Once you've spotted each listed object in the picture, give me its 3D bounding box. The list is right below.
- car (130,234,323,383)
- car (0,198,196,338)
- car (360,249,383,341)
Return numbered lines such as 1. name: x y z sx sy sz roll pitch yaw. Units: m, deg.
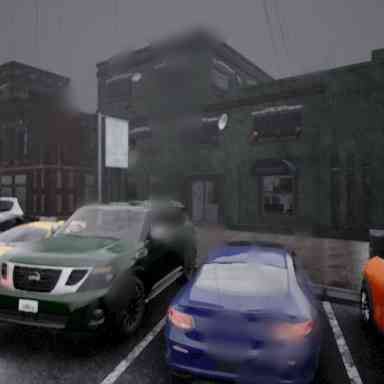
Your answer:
1. car: 0.975 1.519 5.399 2.002 1.452 4.674 0 -1 15
2. car: -1.456 1.219 7.117 2.435 2.045 5.566 1 -1 15
3. car: 3.441 1.363 3.694 2.185 1.767 4.553 1 -1 15
